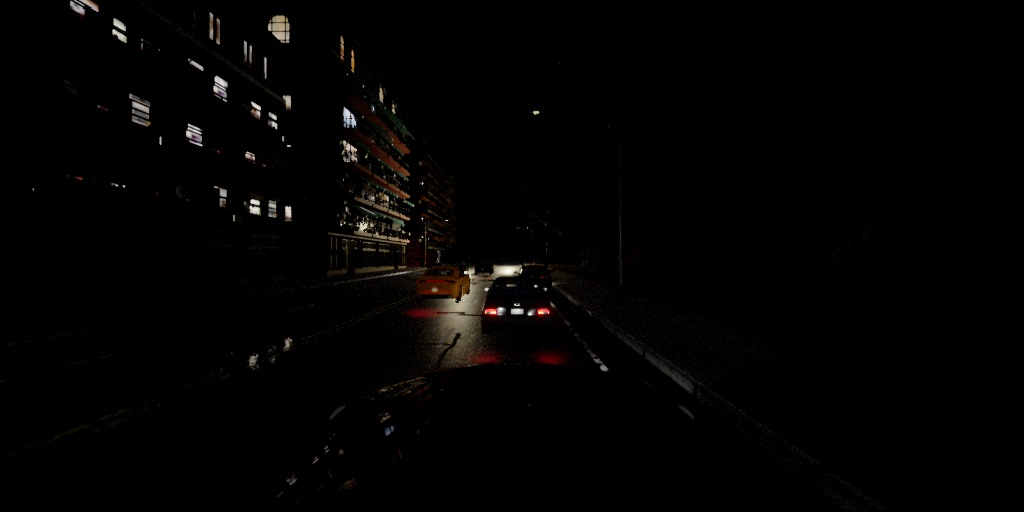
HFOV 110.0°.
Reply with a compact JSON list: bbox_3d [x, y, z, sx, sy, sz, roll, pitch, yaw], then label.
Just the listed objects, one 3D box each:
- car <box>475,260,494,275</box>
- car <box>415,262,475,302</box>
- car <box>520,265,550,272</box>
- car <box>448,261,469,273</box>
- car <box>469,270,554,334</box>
[{"bbox_3d":[-3.066,1.224,40.041,1.882,1.535,5.008,0,0,0],"label":"car"},{"bbox_3d":[-3.118,1.227,16.967,1.882,1.535,5.008,0,0,0],"label":"car"},{"bbox_3d":[1.177,1.255,20.272,1.837,1.490,4.892,0,0,0],"label":"car"},{"bbox_3d":[-6.507,1.346,43.839,1.895,1.301,4.718,0,0,0],"label":"car"},{"bbox_3d":[0.120,1.298,10.584,2.033,1.411,5.357,0,0,0],"label":"car"}]
